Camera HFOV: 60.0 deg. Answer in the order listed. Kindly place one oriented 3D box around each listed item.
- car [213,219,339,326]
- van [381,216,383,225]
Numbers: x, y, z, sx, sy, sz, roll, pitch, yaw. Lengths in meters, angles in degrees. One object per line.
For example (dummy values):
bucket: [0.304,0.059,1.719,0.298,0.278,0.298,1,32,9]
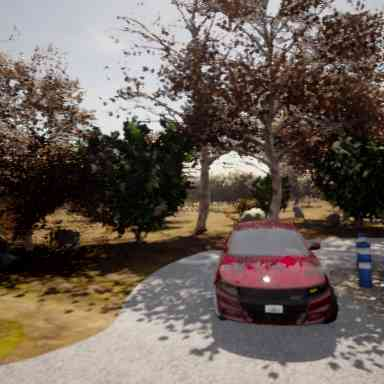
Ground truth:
car: [1.617,1.413,7.307,1.882,1.535,5.008,-2,0,10]
van: [13.814,1.191,20.409,1.878,1.987,4.442,1,0,-36]
